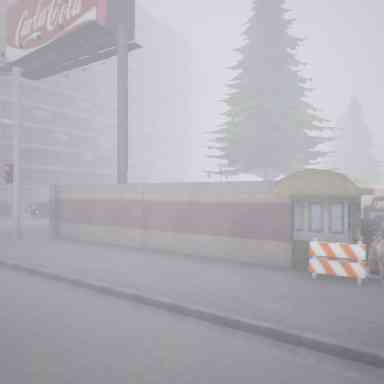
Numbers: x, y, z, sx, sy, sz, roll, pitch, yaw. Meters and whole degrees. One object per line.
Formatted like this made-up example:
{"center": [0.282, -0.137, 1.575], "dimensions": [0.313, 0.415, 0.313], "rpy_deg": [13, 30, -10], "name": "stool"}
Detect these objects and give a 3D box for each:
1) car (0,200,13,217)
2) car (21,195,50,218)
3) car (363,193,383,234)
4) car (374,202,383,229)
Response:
{"center": [-17.694, 1.518, 29.449], "dimensions": [1.837, 1.490, 4.892], "rpy_deg": [0, 0, 35], "name": "car"}
{"center": [-12.412, 1.234, 30.853], "dimensions": [2.150, 2.045, 5.566], "rpy_deg": [0, 0, 35], "name": "car"}
{"center": [10.729, 1.149, 16.591], "dimensions": [3.866, 1.878, 1.905], "rpy_deg": [0, 0, 35], "name": "car"}
{"center": [12.671, 1.339, 18.646], "dimensions": [4.193, 1.474, 1.816], "rpy_deg": [0, 0, 35], "name": "car"}
